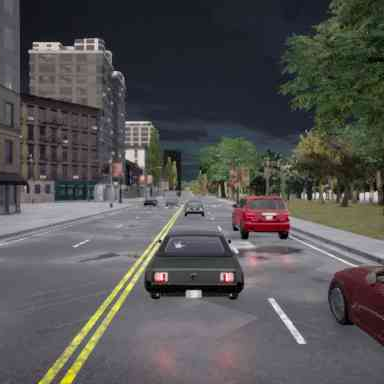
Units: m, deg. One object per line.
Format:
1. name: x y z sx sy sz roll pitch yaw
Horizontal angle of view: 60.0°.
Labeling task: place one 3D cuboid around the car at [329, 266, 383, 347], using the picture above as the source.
1. car: 3.362 1.525 4.077 1.812 1.442 4.674 0 0 0

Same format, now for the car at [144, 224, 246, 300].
1. car: 0.073 1.598 8.374 1.895 1.301 4.718 0 0 1

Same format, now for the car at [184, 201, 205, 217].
1. car: 0.218 1.531 31.427 2.033 1.411 5.357 0 0 0

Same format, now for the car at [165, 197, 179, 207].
1. car: -3.073 1.474 50.980 1.837 1.490 4.892 0 0 0

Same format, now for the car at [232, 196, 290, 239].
1. car: 3.406 1.214 17.269 2.150 2.045 5.566 0 0 0

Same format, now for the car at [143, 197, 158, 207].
1. car: -6.314 1.513 51.602 2.033 1.411 5.357 0 0 0
